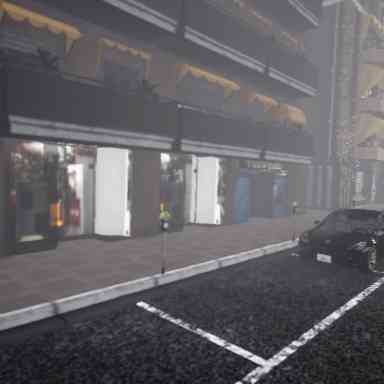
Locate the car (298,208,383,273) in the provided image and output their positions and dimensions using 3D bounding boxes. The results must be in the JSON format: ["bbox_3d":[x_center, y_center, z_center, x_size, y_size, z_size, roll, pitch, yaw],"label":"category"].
[{"bbox_3d":[4.685,1.183,9.527,1.947,1.339,4.313,5,4,44],"label":"car"}]
